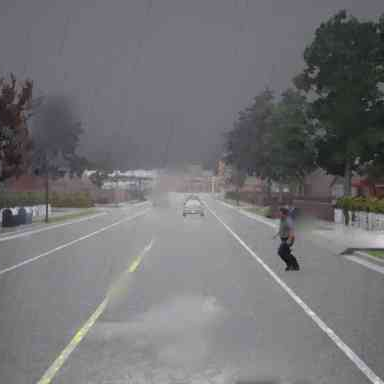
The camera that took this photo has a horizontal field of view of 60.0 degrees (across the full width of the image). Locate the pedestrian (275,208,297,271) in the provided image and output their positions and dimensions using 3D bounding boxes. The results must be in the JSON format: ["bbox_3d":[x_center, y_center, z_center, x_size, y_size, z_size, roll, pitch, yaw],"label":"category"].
[{"bbox_3d":[2.622,1.292,9.287,0.375,1.860,0.375,0,0,0],"label":"pedestrian"}]

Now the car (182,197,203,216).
[{"bbox_3d":[0.118,1.512,31.857,1.812,1.442,4.674,0,0,0],"label":"car"}]

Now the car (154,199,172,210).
[{"bbox_3d":[-3.560,1.523,41.101,1.994,1.385,4.181,0,0,0],"label":"car"}]
